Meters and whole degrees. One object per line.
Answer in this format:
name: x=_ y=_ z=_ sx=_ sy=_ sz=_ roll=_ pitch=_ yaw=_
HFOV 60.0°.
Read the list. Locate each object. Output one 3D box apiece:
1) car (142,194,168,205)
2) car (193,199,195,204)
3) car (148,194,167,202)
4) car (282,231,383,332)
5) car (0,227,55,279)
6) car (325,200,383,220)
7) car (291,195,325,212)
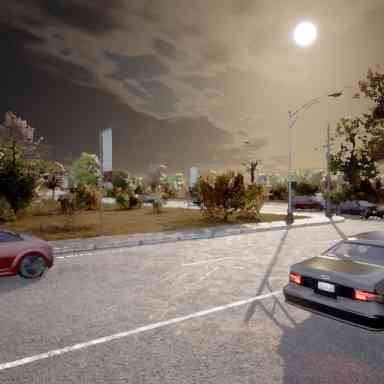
car: x=-5.814 y=1.353 z=54.225 sx=1.837 sy=1.490 sz=4.892 roll=-1 pitch=0 yaw=-39
car: x=2.364 y=1.367 z=49.637 sx=2.033 sy=1.411 sz=5.357 roll=-1 pitch=0 yaw=-39
car: x=-7.658 y=1.258 z=73.405 sx=1.882 sy=1.535 sz=5.008 roll=-1 pitch=0 yaw=-38
car: x=4.143 y=1.528 z=6.719 sx=5.357 sy=1.411 sz=2.033 roll=0 pitch=0 yaw=-36
car: x=-5.773 y=1.565 z=8.466 sx=4.181 sy=1.385 sz=1.994 roll=0 pitch=0 yaw=-36
car: x=13.673 y=1.394 z=27.256 sx=2.033 sy=1.411 sz=5.357 roll=0 pitch=0 yaw=-14
car: x=13.054 y=1.166 z=36.400 sx=2.097 sy=1.767 sz=4.553 roll=-1 pitch=0 yaw=-39
